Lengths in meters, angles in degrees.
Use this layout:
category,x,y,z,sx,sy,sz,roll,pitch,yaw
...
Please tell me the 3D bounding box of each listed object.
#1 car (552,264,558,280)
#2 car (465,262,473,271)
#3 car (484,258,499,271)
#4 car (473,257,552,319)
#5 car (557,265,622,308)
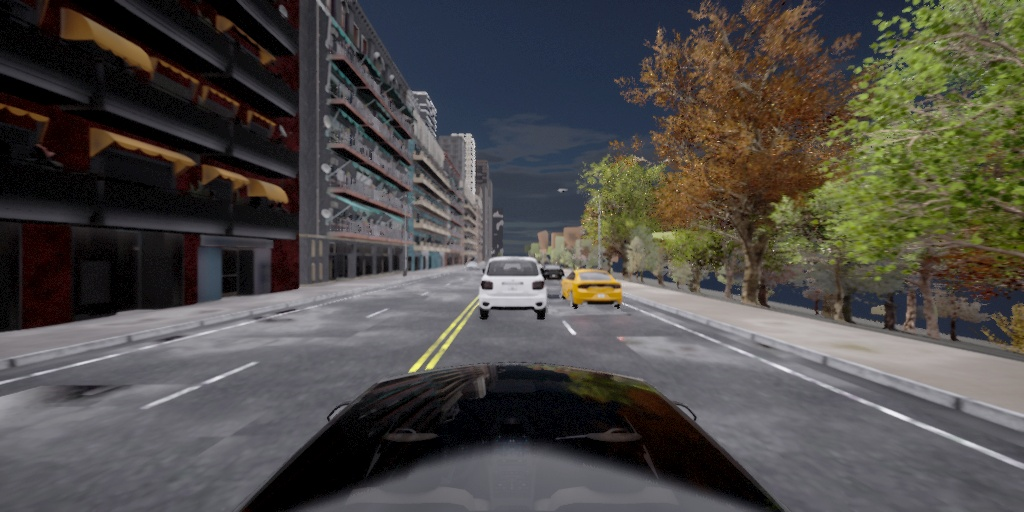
category,x,y,z,sx,sy,sz,roll,pitch,yaw
car,3.315,1.410,30.674,1.882,1.535,5.008,0,0,0
car,-6.536,1.649,59.598,1.812,1.442,4.674,0,0,1
car,-3.284,1.345,59.541,2.150,2.045,5.566,0,0,1
car,0.040,1.045,13.294,2.150,2.045,5.566,0,0,1
car,3.311,1.315,15.689,1.882,1.535,5.008,0,0,0
